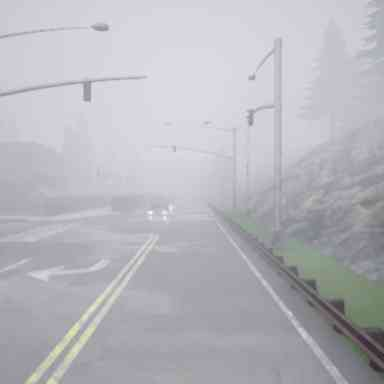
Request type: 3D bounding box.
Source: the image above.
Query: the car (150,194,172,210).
[{"bbox_3d":[-3.588,1.231,37.532,1.837,1.490,4.892,0,0,0],"label":"car"}]

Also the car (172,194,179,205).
[{"bbox_3d":[-3.572,1.128,49.779,2.128,1.511,4.902,0,0,0],"label":"car"}]

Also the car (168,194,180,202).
[{"bbox_3d":[-3.523,1.073,65.086,2.033,1.411,5.357,0,0,0],"label":"car"}]
